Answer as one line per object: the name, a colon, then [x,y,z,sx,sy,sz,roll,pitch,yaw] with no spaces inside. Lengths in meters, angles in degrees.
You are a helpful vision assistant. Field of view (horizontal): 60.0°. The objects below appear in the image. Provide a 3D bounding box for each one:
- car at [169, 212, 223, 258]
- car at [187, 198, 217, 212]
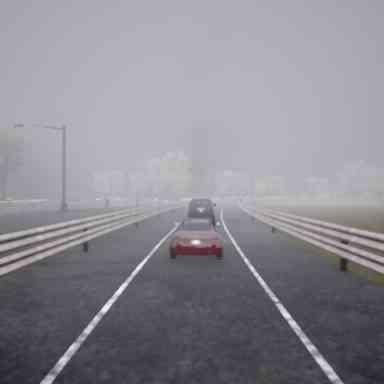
car: [0.211,1.708,13.373,1.994,1.385,4.181,0,-1,2]
car: [0.832,1.518,27.446,2.150,2.045,5.566,0,0,4]
